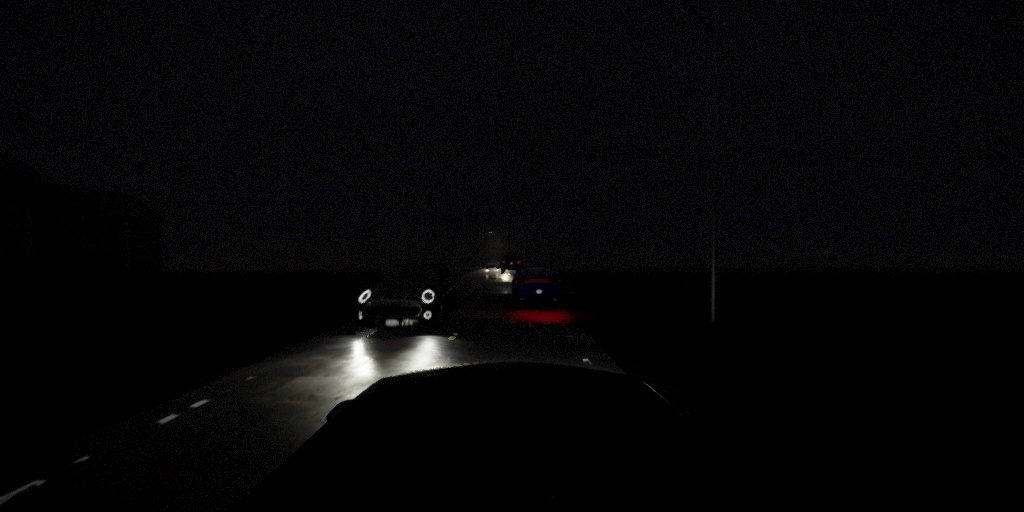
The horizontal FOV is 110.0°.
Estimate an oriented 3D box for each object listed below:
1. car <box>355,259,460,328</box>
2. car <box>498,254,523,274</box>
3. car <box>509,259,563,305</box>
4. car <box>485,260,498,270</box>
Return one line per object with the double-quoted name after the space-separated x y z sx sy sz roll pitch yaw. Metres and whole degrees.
-2.868 0.977 10.788 2.097 1.767 4.553 0 1 0 "car"
-0.021 0.805 37.247 2.150 2.045 5.566 0 0 1 "car"
0.938 1.064 14.937 1.882 1.535 5.008 0 0 0 "car"
-2.901 1.308 54.391 1.812 1.442 4.674 0 -1 0 "car"
